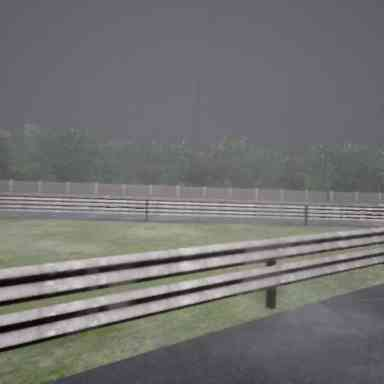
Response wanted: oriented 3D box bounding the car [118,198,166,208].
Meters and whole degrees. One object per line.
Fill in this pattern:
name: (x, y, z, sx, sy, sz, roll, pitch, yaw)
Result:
car: (-4.885, 1.230, 32.841, 4.718, 1.301, 1.895, 2, -1, -5)
